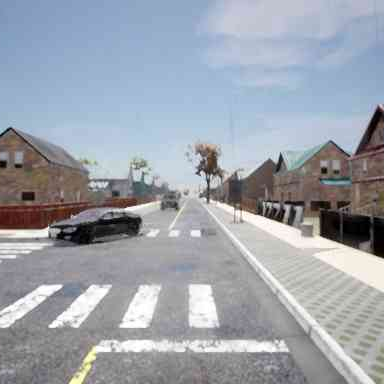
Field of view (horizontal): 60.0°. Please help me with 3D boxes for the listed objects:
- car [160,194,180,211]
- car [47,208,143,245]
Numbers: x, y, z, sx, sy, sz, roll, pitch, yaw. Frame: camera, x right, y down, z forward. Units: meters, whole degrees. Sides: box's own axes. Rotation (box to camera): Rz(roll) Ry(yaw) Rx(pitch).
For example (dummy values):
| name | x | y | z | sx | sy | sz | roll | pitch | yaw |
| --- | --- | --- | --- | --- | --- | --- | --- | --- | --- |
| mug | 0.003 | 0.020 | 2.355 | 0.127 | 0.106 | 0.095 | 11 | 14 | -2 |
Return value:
| name | x | y | z | sx | sy | sz | roll | pitch | yaw |
| --- | --- | --- | --- | --- | --- | --- | --- | --- | --- |
| car | -2.727 | 1.290 | 41.996 | 2.150 | 2.045 | 5.566 | 0 | 1 | 0 |
| car | -4.441 | 1.531 | 15.969 | 2.128 | 1.511 | 4.902 | 1 | 1 | 34 |
